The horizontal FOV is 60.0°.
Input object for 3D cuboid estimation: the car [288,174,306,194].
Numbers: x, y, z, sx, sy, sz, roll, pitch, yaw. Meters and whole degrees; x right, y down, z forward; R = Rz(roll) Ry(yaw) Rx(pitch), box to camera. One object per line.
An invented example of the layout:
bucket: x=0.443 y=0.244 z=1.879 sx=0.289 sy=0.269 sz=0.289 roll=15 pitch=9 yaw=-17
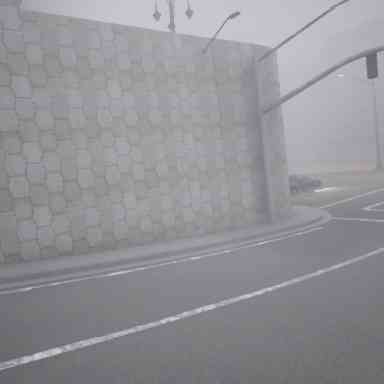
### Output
car: x=6.813 y=-0.600 z=28.342 sx=2.097 sy=1.767 sz=4.553 roll=-10 pitch=6 yaw=-35

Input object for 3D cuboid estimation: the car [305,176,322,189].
car: x=9.634 y=-0.903 z=30.405 sx=1.994 sy=1.385 sz=4.181 roll=-10 pitch=6 yaw=-34
